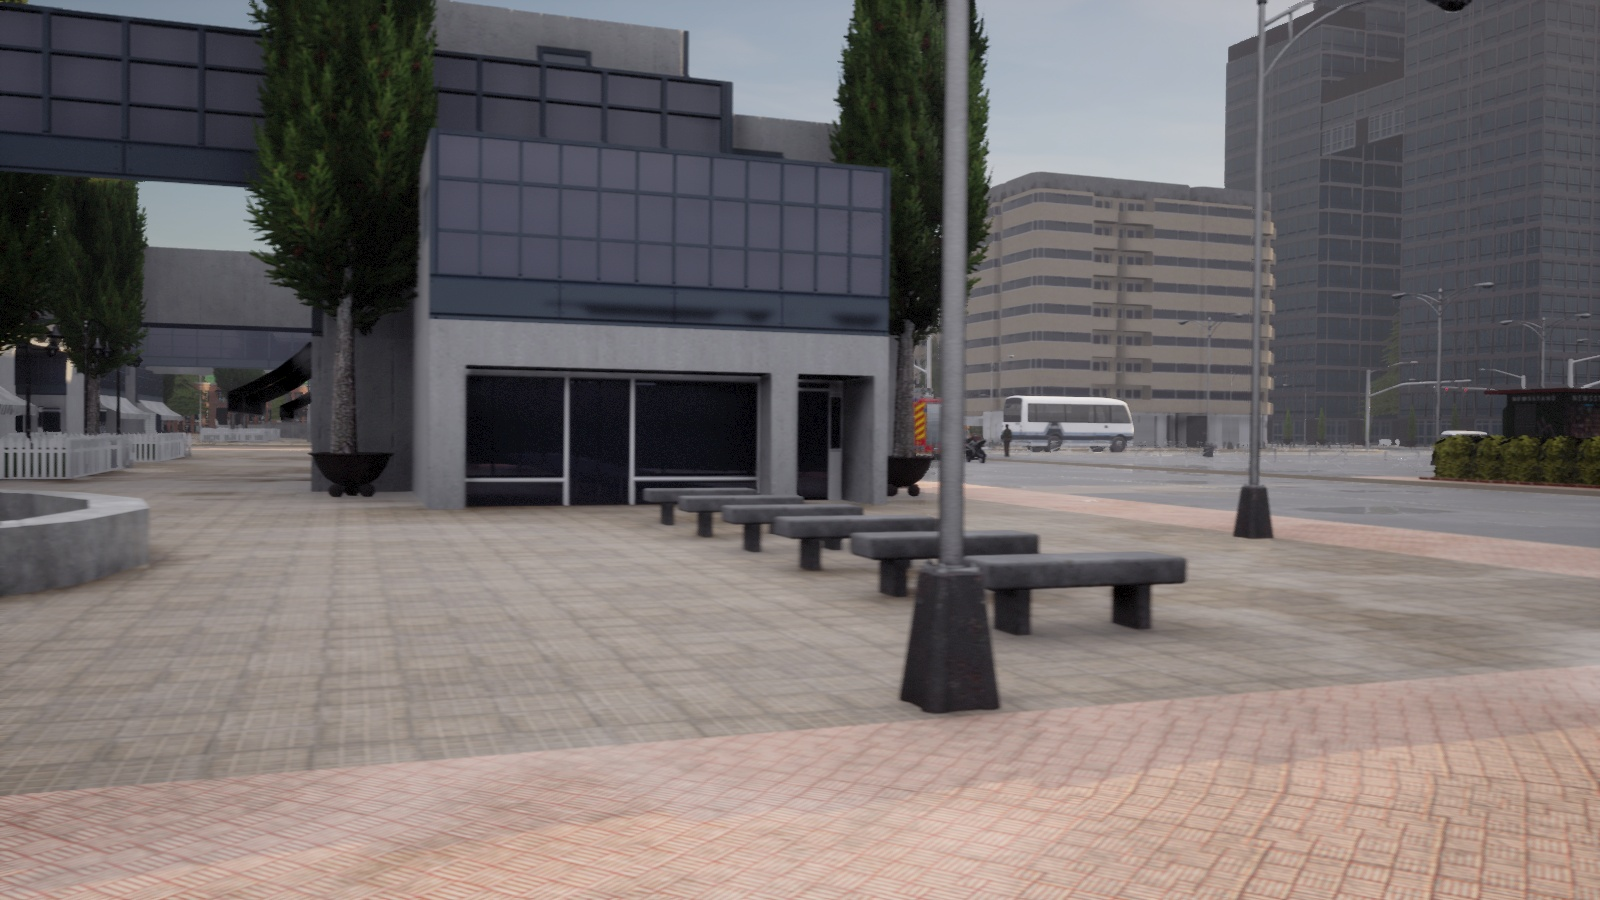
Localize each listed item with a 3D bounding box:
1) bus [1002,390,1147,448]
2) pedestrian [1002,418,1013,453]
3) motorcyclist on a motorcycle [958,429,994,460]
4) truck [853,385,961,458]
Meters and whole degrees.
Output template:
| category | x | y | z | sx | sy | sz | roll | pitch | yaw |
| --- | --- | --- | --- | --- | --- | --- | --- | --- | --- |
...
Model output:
| category | x | y | z | sx | sy | sz | roll | pitch | yaw |
| --- | --- | --- | --- | --- | --- | --- | --- | --- | --- |
| bus | 20.924 | -2.356 | 95.642 | 10.273 | 4.253 | 3.944 | -1 | 1 | -20 |
| pedestrian | 11.493 | -0.797 | 69.598 | 0.395 | 1.930 | 0.692 | -1 | 1 | -9 |
| motorcyclist on a motorcycle | 8.744 | -0.275 | 62.468 | 0.866 | 1.530 | 2.191 | -1 | 1 | -18 |
| truck | 5.882 | -1.581 | 70.956 | 2.891 | 3.827 | 8.468 | -1 | 1 | -19 |
